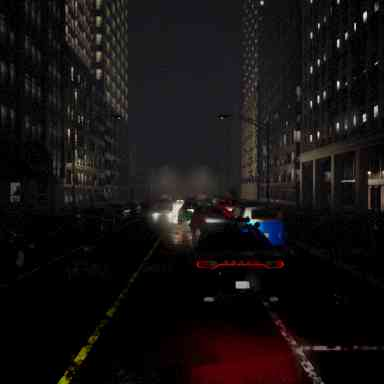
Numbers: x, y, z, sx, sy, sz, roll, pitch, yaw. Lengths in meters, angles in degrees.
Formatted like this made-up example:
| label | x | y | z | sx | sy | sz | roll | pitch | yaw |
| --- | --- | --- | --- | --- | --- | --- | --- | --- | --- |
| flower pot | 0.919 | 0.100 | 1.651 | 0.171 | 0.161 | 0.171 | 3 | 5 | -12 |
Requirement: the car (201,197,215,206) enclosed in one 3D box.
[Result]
| label | x | y | z | sx | sy | sz | roll | pitch | yaw |
| --- | --- | --- | --- | --- | --- | --- | --- | --- | --- |
| car | 2.555 | 1.537 | 53.743 | 2.008 | 1.369 | 4.403 | -1 | 0 | 0 |

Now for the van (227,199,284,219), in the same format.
| label | x | y | z | sx | sy | sz | roll | pitch | yaw |
| --- | --- | --- | --- | --- | --- | --- | --- | --- | --- |
| van | 2.648 | 1.338 | 13.958 | 1.690 | 1.788 | 3.998 | -1 | 0 | 0 |

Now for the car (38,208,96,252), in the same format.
| label | x | y | z | sx | sy | sz | roll | pitch | yaw |
| --- | --- | --- | --- | --- | --- | --- | --- | --- | --- |
| car | -5.731 | 1.563 | 13.938 | 1.947 | 1.339 | 4.313 | -1 | 0 | 0 |

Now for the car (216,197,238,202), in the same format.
| label | x | y | z | sx | sy | sz | roll | pitch | yaw |
| --- | --- | --- | --- | --- | --- | --- | --- | --- | --- |
| car | 2.620 | 1.309 | 25.325 | 2.192 | 1.841 | 5.009 | -1 | 0 | 0 |

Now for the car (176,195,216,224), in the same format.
| label | x | y | z | sx | sy | sz | roll | pitch | yaw |
| --- | --- | --- | --- | --- | --- | --- | --- | --- | --- |
| car | 0.325 | 1.346 | 24.395 | 2.097 | 1.767 | 4.553 | 0 | 0 | 8 |

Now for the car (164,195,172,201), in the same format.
| label | x | y | z | sx | sy | sz | roll | pitch | yaw |
| --- | --- | --- | --- | --- | --- | --- | --- | --- | --- |
| car | -5.894 | 1.503 | 81.972 | 1.752 | 1.417 | 4.829 | -1 | 0 | 0 |

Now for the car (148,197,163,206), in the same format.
| label | x | y | z | sx | sy | sz | roll | pitch | yaw |
| --- | --- | --- | --- | --- | --- | --- | --- | --- | --- |
| car | -5.826 | 1.537 | 53.723 | 2.008 | 1.369 | 4.403 | -1 | 0 | 0 |

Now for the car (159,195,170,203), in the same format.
| label | x | y | z | sx | sy | sz | roll | pitch | yaw |
| --- | --- | --- | --- | --- | --- | --- | --- | --- | --- |
| car | -5.868 | 1.421 | 70.774 | 1.967 | 1.590 | 4.097 | -1 | 0 | 0 |

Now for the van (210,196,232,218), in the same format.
| label | x | y | z | sx | sy | sz | roll | pitch | yaw |
| --- | --- | --- | --- | --- | --- | --- | --- | --- | --- |
| van | 2.607 | 1.334 | 31.009 | 1.690 | 1.788 | 3.998 | -1 | 0 | 0 |

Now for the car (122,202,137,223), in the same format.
| label | x | y | z | sx | sy | sz | roll | pitch | yaw |
| --- | --- | --- | --- | --- | --- | --- | --- | --- | --- |
| car | -5.759 | 1.545 | 25.305 | 2.008 | 1.369 | 4.403 | -1 | 0 | 0 |

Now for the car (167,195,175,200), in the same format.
| label | x | y | z | sx | sy | sz | roll | pitch | yaw |
| --- | --- | --- | --- | --- | --- | --- | --- | --- | --- |
| car | -5.922 | 1.539 | 93.509 | 1.947 | 1.339 | 4.313 | -1 | 0 | 0 |

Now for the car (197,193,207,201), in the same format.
| label | x | y | z | sx | sy | sz | roll | pitch | yaw |
| --- | --- | --- | --- | --- | --- | --- | --- | --- | --- |
| car | 2.484 | 1.293 | 82.162 | 2.192 | 1.841 | 5.009 | -1 | 0 | 0 |

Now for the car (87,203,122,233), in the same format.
| label | x | y | z | sx | sy | sz | roll | pitch | yaw |
| --- | --- | --- | --- | --- | --- | --- | --- | --- | --- |
| car | -5.744 | 1.540 | 19.621 | 1.887 | 1.381 | 4.507 | -1 | 0 | 0 |

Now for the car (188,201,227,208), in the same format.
| label | x | y | z | sx | sy | sz | roll | pitch | yaw |
| --- | --- | --- | --- | --- | --- | --- | --- | --- | --- |
| car | 0.856 | 1.473 | 18.300 | 1.882 | 1.535 | 5.008 | 0 | 0 | 0 |

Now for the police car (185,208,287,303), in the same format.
| label | x | y | z | sx | sy | sz | roll | pitch | yaw |
| --- | --- | --- | --- | --- | --- | --- | --- | --- | --- |
| police car | 0.880 | 1.423 | 8.410 | 1.930 | 1.638 | 5.238 | 0 | 0 | 0 |

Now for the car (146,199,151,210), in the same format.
| label | x | y | z | sx | sy | sz | roll | pitch | yaw |
| --- | --- | --- | --- | --- | --- | --- | --- | --- | --- |
| car | -5.799 | 1.541 | 42.356 | 2.008 | 1.369 | 4.403 | -1 | 0 | 0 |

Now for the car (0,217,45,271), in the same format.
| label | x | y | z | sx | sy | sz | roll | pitch | yaw |
| --- | --- | --- | --- | --- | --- | --- | --- | --- | --- |
| car | -5.717 | 1.549 | 8.254 | 2.008 | 1.369 | 4.403 | -1 | 0 | 0 |

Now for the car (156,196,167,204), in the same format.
| label | x | y | z | sx | sy | sz | roll | pitch | yaw |
| --- | --- | --- | --- | --- | --- | --- | --- | --- | --- |
| car | -5.853 | 1.565 | 65.090 | 1.802 | 1.307 | 4.206 | -1 | 0 | 0 |

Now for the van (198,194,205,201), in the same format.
| label | x | y | z | sx | sy | sz | roll | pitch | yaw |
| --- | --- | --- | --- | --- | --- | --- | --- | --- | --- |
| van | 2.471 | 1.317 | 87.845 | 1.690 | 1.788 | 3.998 | -1 | 0 | 0 |

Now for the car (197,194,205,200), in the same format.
| label | x | y | z | sx | sy | sz | roll | pitch | yaw |
| --- | --- | --- | --- | --- | --- | --- | --- | --- | --- |
| car | 2.458 | 1.413 | 93.529 | 1.967 | 1.590 | 4.097 | -1 | 0 | 0 |

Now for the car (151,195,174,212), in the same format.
| label | x | y | z | sx | sy | sz | roll | pitch | yaw |
| --- | --- | --- | --- | --- | --- | --- | --- | --- | --- |
| car | -3.181 | 1.468 | 38.045 | 1.882 | 1.535 | 5.008 | 0 | 0 | 0 |

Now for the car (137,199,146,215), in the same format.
| label | x | y | z | sx | sy | sz | roll | pitch | yaw |
| --- | --- | --- | --- | --- | --- | --- | --- | --- | --- |
| car | -5.771 | 1.575 | 30.989 | 1.802 | 1.307 | 4.206 | -1 | 0 | 0 |

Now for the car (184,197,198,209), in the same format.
| label | x | y | z | sx | sy | sz | roll | pitch | yaw |
| --- | --- | --- | --- | --- | --- | --- | --- | --- | --- |
| car | -0.086 | 1.514 | 46.325 | 1.812 | 1.442 | 4.674 | 0 | 0 | 0 |
